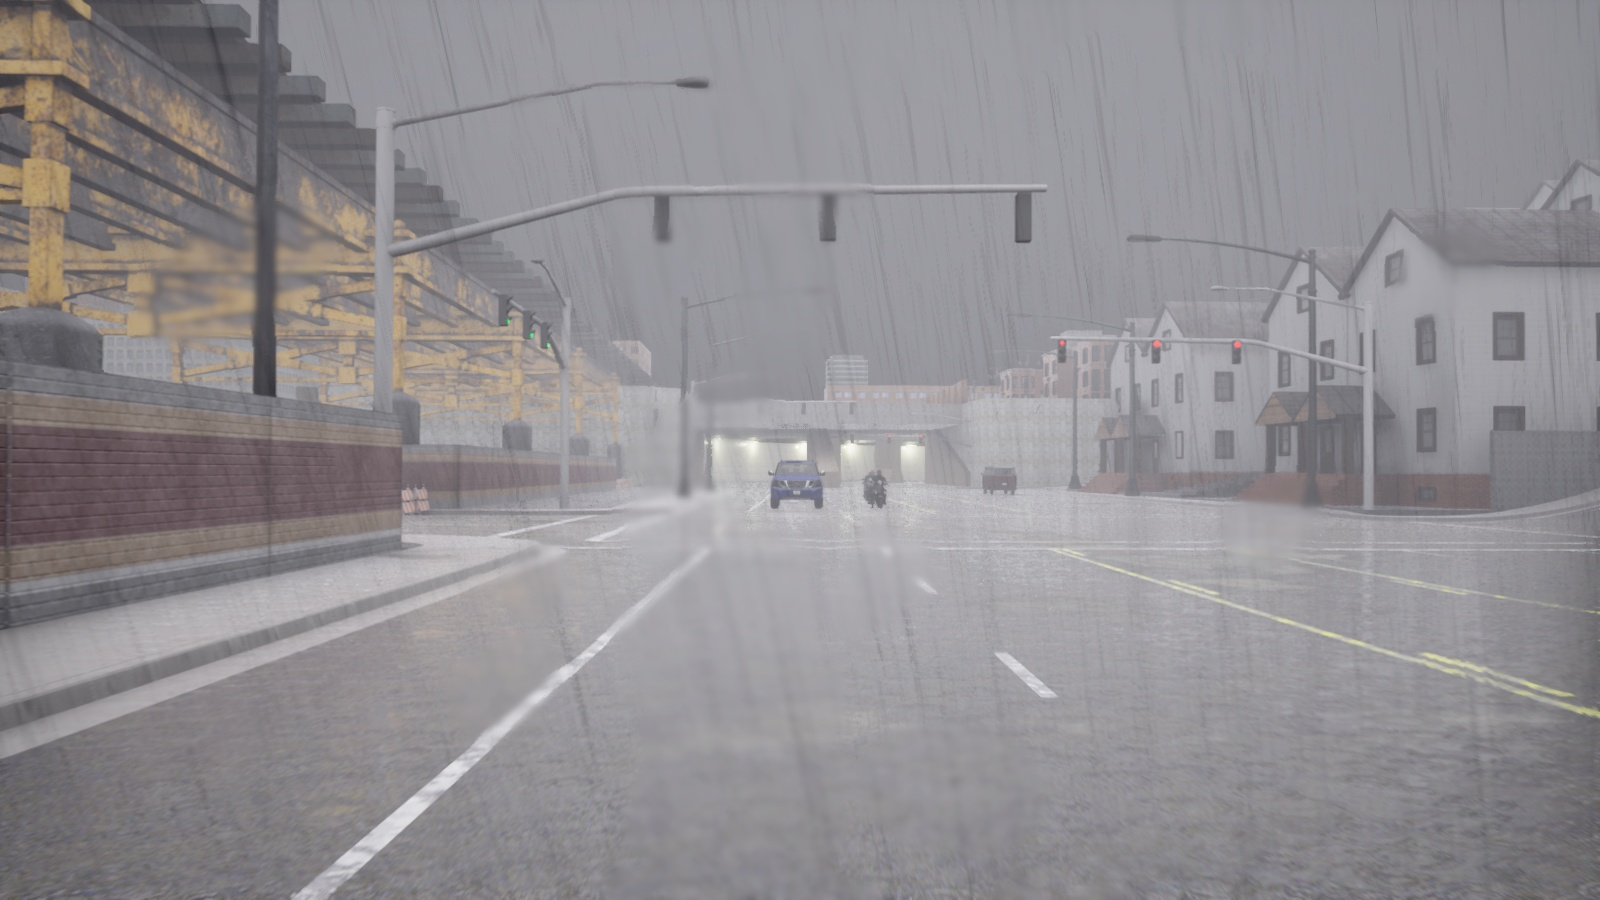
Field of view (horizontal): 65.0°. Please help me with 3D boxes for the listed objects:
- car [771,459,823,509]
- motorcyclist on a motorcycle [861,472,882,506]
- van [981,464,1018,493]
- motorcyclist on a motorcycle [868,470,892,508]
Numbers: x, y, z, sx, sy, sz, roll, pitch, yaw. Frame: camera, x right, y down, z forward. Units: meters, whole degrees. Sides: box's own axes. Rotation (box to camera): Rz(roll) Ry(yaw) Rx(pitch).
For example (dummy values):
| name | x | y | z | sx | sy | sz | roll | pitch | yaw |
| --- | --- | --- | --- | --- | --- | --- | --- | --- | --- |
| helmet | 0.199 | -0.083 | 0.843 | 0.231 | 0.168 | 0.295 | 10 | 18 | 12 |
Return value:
| name | x | y | z | sx | sy | sz | roll | pitch | yaw |
| --- | --- | --- | --- | --- | --- | --- | --- | --- | --- |
| car | -0.121 | 1.444 | 54.327 | 2.150 | 2.045 | 5.566 | 0 | -1 | 0 |
| motorcyclist on a motorcycle | 3.368 | 1.827 | 59.186 | 0.866 | 1.530 | 2.191 | 0 | -1 | 0 |
| van | 13.833 | 1.975 | 87.412 | 1.775 | 1.987 | 4.442 | 0 | -1 | -1 |
| motorcyclist on a motorcycle | 3.383 | 1.644 | 53.136 | 0.866 | 1.590 | 1.817 | 0 | -1 | 0 |
